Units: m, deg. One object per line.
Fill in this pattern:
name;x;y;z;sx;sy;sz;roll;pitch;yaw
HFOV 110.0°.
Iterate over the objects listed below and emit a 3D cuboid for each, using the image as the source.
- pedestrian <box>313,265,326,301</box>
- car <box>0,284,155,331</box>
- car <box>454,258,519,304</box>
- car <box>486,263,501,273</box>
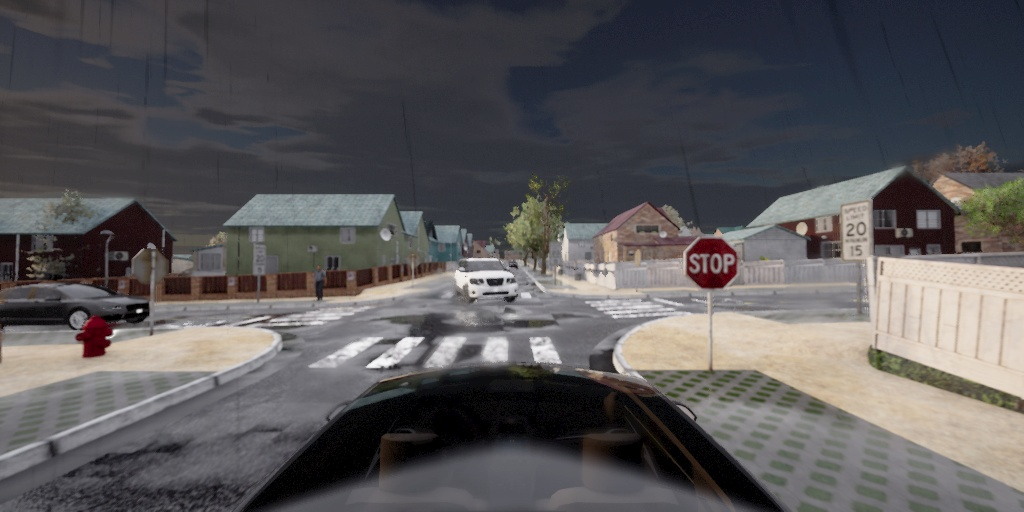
pedestrian;-9.672;1.334;17.998;0.375;1.860;0.375;0;0;0
car;-15.012;1.678;12.104;4.892;1.490;1.837;-2;-2;0
car;-1.504;1.096;17.620;2.150;2.045;5.566;-1;0;-18
car;-2.750;1.703;53.610;1.994;1.385;4.181;0;0;1
